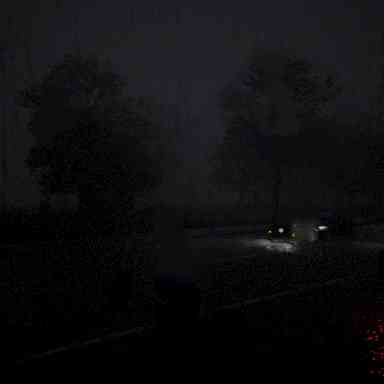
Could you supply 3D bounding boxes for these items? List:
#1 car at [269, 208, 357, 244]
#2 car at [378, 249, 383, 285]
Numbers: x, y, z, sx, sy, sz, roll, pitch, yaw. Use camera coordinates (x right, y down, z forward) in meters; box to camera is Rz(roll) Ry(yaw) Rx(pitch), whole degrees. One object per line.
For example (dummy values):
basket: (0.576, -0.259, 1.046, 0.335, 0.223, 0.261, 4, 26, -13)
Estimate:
car: (5.609, 1.468, 15.362, 4.181, 1.385, 1.994, 0, 0, -29)
car: (6.183, 1.451, 7.434, 4.892, 1.490, 1.837, 0, 0, -31)
